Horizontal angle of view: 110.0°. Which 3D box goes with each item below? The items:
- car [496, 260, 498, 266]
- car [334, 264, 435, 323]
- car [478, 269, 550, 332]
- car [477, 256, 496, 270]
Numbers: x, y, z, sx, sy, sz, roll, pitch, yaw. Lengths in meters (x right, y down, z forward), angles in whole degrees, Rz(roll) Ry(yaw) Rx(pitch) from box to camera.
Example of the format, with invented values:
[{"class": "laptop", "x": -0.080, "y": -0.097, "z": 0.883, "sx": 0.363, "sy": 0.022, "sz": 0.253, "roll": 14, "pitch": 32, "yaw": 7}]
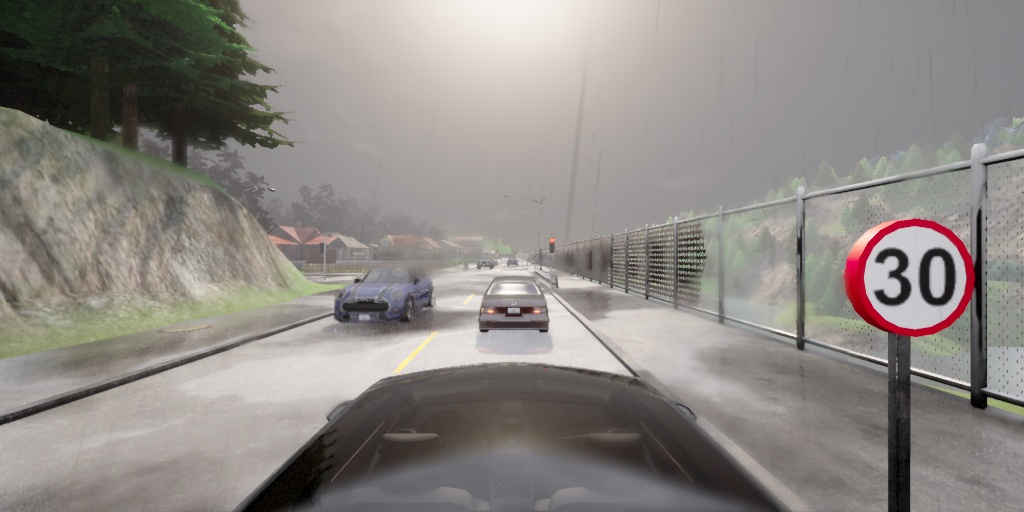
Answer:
[{"class": "car", "x": -3.986, "y": 1.297, "z": 64.898, "sx": 2.033, "sy": 1.411, "sz": 5.357, "roll": 0, "pitch": 0, "yaw": 0}, {"class": "car", "x": -4.054, "y": 1.102, "z": 12.128, "sx": 2.097, "sy": 1.767, "sz": 4.553, "roll": 0, "pitch": 0, "yaw": 0}, {"class": "car", "x": 0.058, "y": 1.297, "z": 10.757, "sx": 2.033, "sy": 1.411, "sz": 5.357, "roll": 0, "pitch": 0, "yaw": 0}, {"class": "car", "x": -4.035, "y": 0.971, "z": 54.656, "sx": 2.150, "sy": 2.045, "sz": 5.566, "roll": 0, "pitch": 0, "yaw": 0}]
